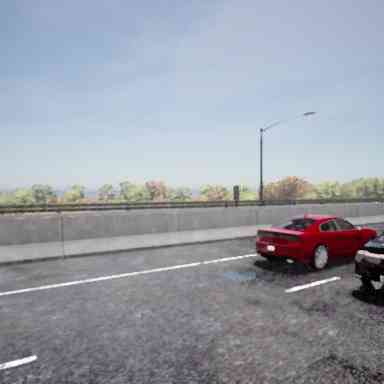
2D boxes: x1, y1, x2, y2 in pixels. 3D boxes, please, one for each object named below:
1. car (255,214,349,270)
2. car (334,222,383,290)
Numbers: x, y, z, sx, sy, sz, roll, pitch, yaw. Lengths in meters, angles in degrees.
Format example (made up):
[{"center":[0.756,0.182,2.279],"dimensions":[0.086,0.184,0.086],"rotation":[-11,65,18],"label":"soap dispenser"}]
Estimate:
[{"center":[4.320,1.490,11.124],"dimensions":[5.008,1.535,1.882],"rotation":[0,0,-35],"label":"car"},{"center":[5.792,1.503,7.875],"dimensions":[4.902,1.511,2.128],"rotation":[0,0,-35],"label":"car"}]
